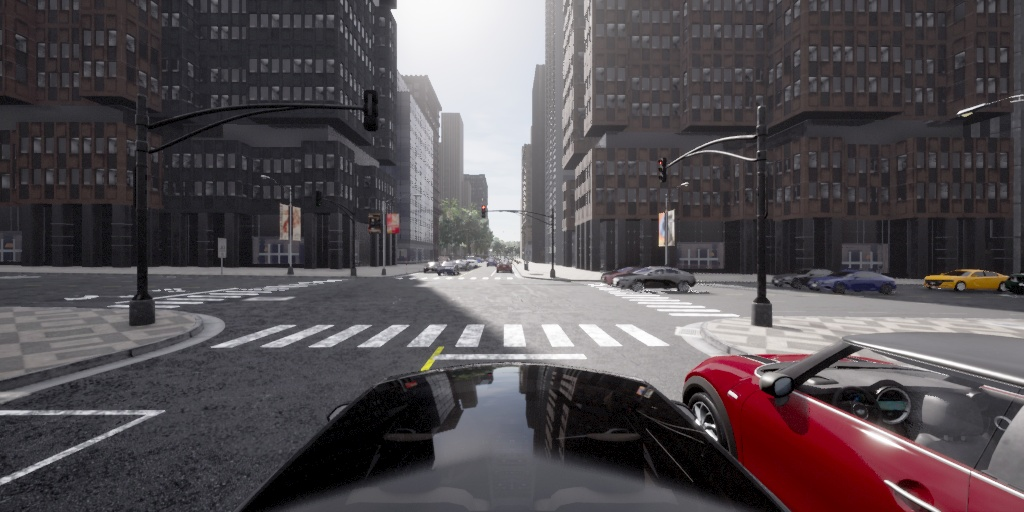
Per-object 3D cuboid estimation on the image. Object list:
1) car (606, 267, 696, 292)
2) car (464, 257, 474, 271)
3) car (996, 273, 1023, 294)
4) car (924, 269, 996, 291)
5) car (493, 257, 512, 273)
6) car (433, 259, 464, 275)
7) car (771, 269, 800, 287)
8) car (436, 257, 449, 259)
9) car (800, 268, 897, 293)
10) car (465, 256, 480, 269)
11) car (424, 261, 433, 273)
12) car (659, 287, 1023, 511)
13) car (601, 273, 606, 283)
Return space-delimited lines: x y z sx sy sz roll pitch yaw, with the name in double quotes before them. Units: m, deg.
"car" 8.643 1.392 21.851 4.902 1.511 2.128 1 0 -6
"car" -6.849 1.261 48.618 2.128 1.511 4.902 0 0 -1
"car" 34.982 1.505 22.645 5.566 2.045 2.150 1 0 -1
"car" 32.830 1.724 25.868 5.008 1.535 1.882 1 0 -1
"car" -0.920 1.197 43.559 1.967 1.591 4.097 0 0 -1
"car" -6.698 1.294 38.352 2.033 1.411 5.357 0 0 -1
"car" 21.306 1.605 25.724 4.674 1.442 1.812 1 0 -1
"car" -9.520 1.084 48.868 2.192 1.841 5.009 0 0 -1
"car" 21.260 1.607 22.464 4.674 1.442 1.812 1 0 -1
"car" -6.985 1.016 59.306 2.150 2.045 5.566 0 0 0
"car" -9.445 1.323 43.443 1.948 1.339 4.313 0 0 -1
"car" 2.761 1.190 2.195 1.967 1.591 4.097 0 0 0
"car" 8.498 1.458 25.551 4.181 1.385 1.994 1 0 -1
